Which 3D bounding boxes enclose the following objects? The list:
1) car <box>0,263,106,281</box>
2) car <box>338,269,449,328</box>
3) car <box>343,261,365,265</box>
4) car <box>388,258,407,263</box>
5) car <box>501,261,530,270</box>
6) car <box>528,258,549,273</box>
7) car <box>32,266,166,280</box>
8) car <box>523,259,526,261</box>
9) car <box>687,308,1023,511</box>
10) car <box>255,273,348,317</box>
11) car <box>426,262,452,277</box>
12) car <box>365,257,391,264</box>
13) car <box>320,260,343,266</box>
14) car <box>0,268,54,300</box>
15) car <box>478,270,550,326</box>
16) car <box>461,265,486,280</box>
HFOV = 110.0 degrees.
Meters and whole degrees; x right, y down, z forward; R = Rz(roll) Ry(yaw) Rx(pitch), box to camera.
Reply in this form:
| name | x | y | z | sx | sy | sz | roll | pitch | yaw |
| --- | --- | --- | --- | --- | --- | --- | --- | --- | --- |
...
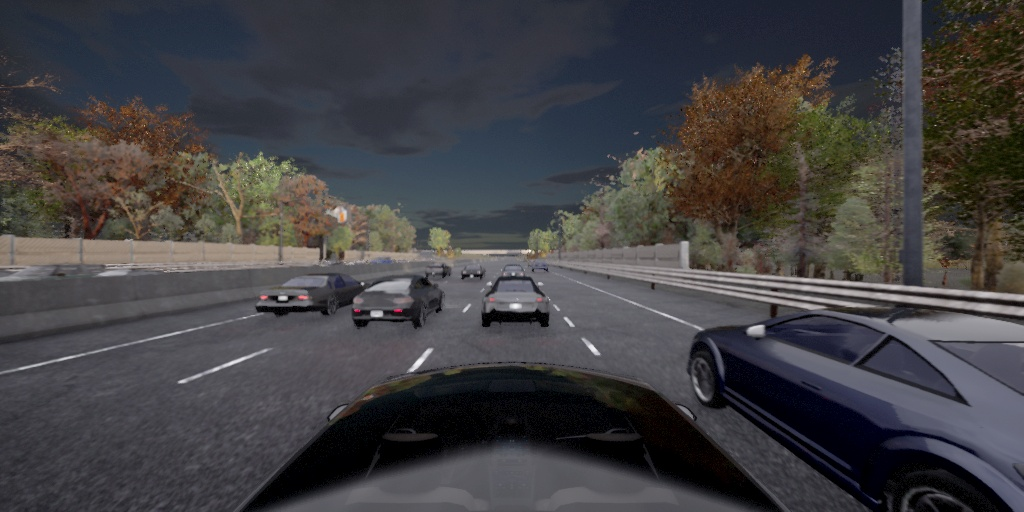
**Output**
| name | x | y | z | sx | sy | sz | roll | pitch | yaw |
| --- | --- | --- | --- | --- | --- | --- | --- | --- | --- |
| car | -21.101 | 1.139 | 16.419 | 2.097 | 1.767 | 4.553 | 0 | 0 | 0 |
| car | -3.400 | 1.299 | 11.326 | 1.812 | 1.442 | 4.674 | 0 | 0 | 0 |
| car | -24.539 | 1.514 | 57.248 | 1.895 | 1.301 | 4.718 | 0 | 0 | 1 |
| car | -17.544 | 1.461 | 57.407 | 2.033 | 1.411 | 5.357 | 0 | 0 | 1 |
| car | 0.097 | 1.369 | 28.324 | 2.033 | 1.411 | 5.357 | 0 | 0 | 0 |
| car | 3.495 | 1.089 | 45.945 | 2.097 | 1.767 | 4.553 | 0 | 0 | 0 |
| car | -17.612 | 1.313 | 16.241 | 1.812 | 1.442 | 4.674 | 0 | 0 | 0 |
| car | 3.493 | 1.305 | 59.975 | 2.128 | 1.511 | 4.902 | 0 | 0 | 0 |
| car | 3.388 | 1.165 | 3.329 | 1.994 | 1.385 | 4.181 | 0 | 0 | 2 |
| car | -6.901 | 1.326 | 13.309 | 2.033 | 1.411 | 5.357 | 0 | 0 | 0 |
| car | -6.901 | 1.330 | 33.992 | 2.128 | 1.511 | 4.902 | 0 | 0 | 0 |
| car | -21.043 | 1.137 | 57.725 | 2.150 | 2.045 | 5.566 | 0 | 0 | 1 |
| car | -28.045 | 1.401 | 55.940 | 2.128 | 1.511 | 4.902 | 0 | 0 | 1 |
| car | -24.612 | 1.313 | 16.224 | 1.812 | 1.442 | 4.674 | 0 | 0 | 0 |
| car | 0.098 | 1.338 | 11.741 | 1.994 | 1.385 | 4.181 | 0 | 0 | 0 |
| car | -3.401 | 1.435 | 32.588 | 1.895 | 1.301 | 4.718 | 0 | 0 | 0 |
